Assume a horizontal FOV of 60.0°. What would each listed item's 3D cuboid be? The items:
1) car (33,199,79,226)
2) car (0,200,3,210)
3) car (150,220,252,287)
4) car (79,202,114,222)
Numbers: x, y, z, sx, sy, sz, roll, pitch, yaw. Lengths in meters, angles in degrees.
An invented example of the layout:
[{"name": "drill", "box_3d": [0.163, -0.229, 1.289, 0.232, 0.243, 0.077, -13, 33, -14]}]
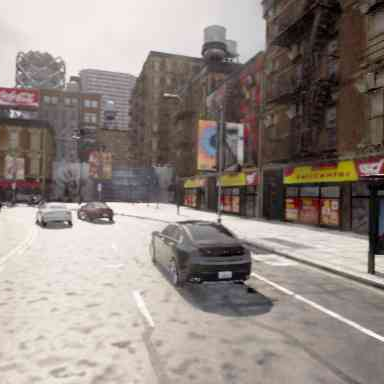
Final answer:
[{"name": "car", "box_3d": [-9.391, 1.443, 22.656, 1.812, 1.442, 4.674, 2, 0, -32]}, {"name": "car", "box_3d": [-21.630, 1.181, 34.548, 4.902, 1.511, 2.128, 1, 0, 33]}, {"name": "car", "box_3d": [0.024, 1.573, 9.652, 1.837, 1.490, 4.892, 2, 0, -17]}, {"name": "car", "box_3d": [-7.656, 1.512, 26.290, 1.812, 1.442, 4.674, 2, -1, -35]}]
